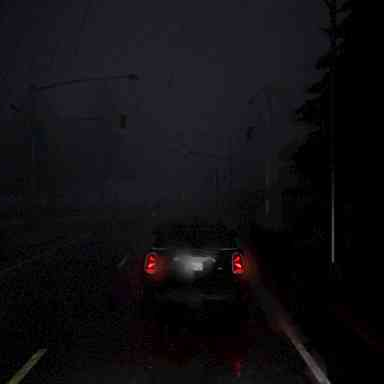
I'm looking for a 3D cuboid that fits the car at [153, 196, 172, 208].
[{"bbox_3d":[-3.979,1.485,43.233,1.812,1.442,4.674,0,0,0],"label":"car"}]

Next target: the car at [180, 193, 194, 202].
[{"bbox_3d":[-0.835,1.536,73.434,1.895,1.301,4.718,0,0,-7],"label":"car"}]

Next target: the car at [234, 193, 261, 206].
[{"bbox_3d":[8.508,1.133,51.295,3.866,1.878,1.905,0,0,-1],"label":"car"}]

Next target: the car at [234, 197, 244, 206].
[{"bbox_3d":[8.919,1.132,48.784,4.605,1.855,1.932,0,0,-1],"label":"car"}]

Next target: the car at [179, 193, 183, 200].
[{"bbox_3d":[-2.109,1.136,83.569,2.097,1.767,4.553,0,0,-13],"label":"car"}]

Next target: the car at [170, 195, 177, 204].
[{"bbox_3d":[-4.051,1.520,59.175,1.994,1.385,4.181,0,0,0],"label":"car"}]

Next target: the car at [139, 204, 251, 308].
[{"bbox_3d":[0.072,1.350,8.071,2.097,1.767,4.553,0,0,1],"label":"car"}]
